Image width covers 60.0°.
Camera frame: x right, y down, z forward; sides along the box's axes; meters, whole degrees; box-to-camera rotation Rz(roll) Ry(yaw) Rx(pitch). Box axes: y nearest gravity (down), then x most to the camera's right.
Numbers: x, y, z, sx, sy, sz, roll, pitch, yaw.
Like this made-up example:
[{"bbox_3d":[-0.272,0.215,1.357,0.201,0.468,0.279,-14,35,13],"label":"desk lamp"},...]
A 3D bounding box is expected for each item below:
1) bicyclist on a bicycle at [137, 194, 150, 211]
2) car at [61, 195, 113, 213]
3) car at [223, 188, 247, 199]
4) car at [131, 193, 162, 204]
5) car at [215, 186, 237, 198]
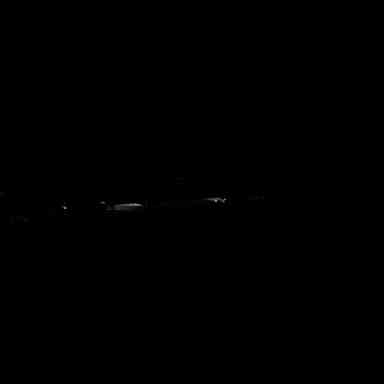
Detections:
[{"bbox_3d":[-4.491,0.990,30.825,1.656,1.620,0.582,0,1,35],"label":"bicyclist on a bicycle"},{"bbox_3d":[-9.498,1.050,30.531,1.837,1.490,4.892,1,2,35],"label":"car"},{"bbox_3d":[7.300,0.460,54.149,1.994,1.385,4.181,1,2,35],"label":"car"},{"bbox_3d":[-5.765,0.765,42.143,1.994,1.385,4.181,1,2,35],"label":"car"},{"bbox_3d":[6.292,0.018,58.934,2.150,2.045,5.566,1,2,35],"label":"car"}]
